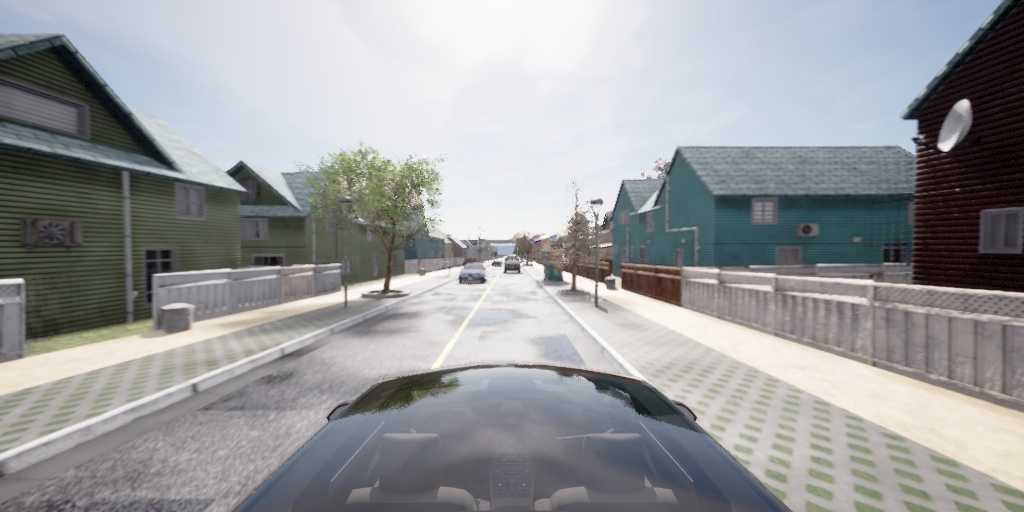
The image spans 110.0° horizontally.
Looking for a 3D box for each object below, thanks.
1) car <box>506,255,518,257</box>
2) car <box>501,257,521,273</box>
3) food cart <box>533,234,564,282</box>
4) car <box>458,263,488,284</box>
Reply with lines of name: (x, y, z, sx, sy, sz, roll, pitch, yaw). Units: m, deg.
car: (-0.005, 0.937, 52.391, 2.150, 2.045, 5.566, 0, 0, 0)
car: (0.048, 1.196, 42.581, 1.882, 1.535, 5.008, 0, 0, 1)
food cart: (3.006, 0.194, 27.256, 2.280, 3.560, 4.660, 0, 0, 0)
car: (-2.840, 1.254, 26.778, 1.812, 1.442, 4.674, 0, 0, 0)
